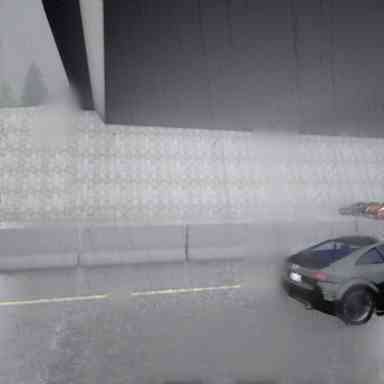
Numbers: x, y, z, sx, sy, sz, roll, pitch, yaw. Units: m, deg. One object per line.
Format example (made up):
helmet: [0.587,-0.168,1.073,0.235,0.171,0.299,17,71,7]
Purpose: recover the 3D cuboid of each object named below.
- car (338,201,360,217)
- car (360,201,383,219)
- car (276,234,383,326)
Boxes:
car: [16.576,1.643,32.177,4.892,1.490,1.837,0,0,-15]
car: [17.401,1.480,28.775,4.553,1.767,2.097,0,0,-15]
car: [3.909,1.594,6.858,4.181,1.385,1.994,0,0,-15]
